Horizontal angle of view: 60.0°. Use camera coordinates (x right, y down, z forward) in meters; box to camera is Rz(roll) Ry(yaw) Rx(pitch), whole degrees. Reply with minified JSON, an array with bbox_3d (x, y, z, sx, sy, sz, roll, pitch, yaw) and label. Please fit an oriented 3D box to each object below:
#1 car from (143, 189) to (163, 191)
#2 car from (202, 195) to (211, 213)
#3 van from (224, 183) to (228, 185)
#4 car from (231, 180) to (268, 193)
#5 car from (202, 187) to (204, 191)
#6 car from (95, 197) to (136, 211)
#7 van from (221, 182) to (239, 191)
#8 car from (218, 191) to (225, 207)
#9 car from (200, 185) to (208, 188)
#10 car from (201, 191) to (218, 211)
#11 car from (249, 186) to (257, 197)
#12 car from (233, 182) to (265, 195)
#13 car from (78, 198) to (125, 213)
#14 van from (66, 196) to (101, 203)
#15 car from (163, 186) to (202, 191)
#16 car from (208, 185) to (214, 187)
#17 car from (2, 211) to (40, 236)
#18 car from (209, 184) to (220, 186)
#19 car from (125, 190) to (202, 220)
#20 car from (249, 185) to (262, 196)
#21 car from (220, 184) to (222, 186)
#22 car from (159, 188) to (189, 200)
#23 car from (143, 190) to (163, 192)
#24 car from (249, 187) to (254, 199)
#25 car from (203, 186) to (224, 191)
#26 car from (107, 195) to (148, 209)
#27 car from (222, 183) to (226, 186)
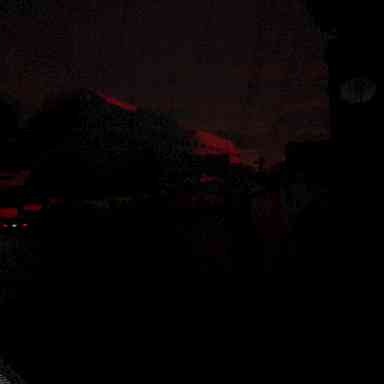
[{"bbox_3d":[-5.231,0.585,52.047,5.566,2.045,2.435,-2,2,23],"label":"car"},{"bbox_3d":[-1.314,1.380,29.632,5.008,1.535,2.097,-2,2,23],"label":"car"},{"bbox_3d":[5.460,-0.881,77.816,4.442,1.987,1.878,-2,2,23],"label":"van"},{"bbox_3d":[10.038,-0.414,56.562,5.566,2.045,2.435,-2,2,23],"label":"car"},{"bbox_3d":[-0.885,0.267,62.339,4.792,1.488,2.163,-2,2,23],"label":"car"},{"bbox_3d":[-9.572,1.476,41.784,4.674,1.452,2.002,-2,2,23],"label":"car"},{"bbox_3d":[10.004,-1.488,88.009,4.442,1.987,1.878,-2,2,23],"label":"van"},{"bbox_3d":[0.749,1.102,35.020,5.366,1.575,1.946,-2,2,23],"label":"car"},{"bbox_3d":[0.133,-0.035,64.931,4.553,1.767,2.185,-2,2,23],"label":"car"},{"bbox_3d":[-0.256,1.127,32.248,4.553,1.767,2.185,-2,2,23],"label":"car"},{"bbox_3d":[6.611,0.351,48.472,4.674,1.452,2.002,-2,2,23],"label":"car"},{"bbox_3d":[8.901,-0.135,54.001,4.553,1.767,2.185,-2,2,23],"label":"car"},{"bbox_3d":[-10.659,1.587,39.216,4.892,1.521,2.231,-2,2,23],"label":"car"},{"bbox_3d":[-11.641,1.500,36.589,4.442,1.987,1.878,-2,2,23],"label":"van"},{"bbox_3d":[-1.156,0.707,41.841,2.150,2.045,5.566,-2,2,23],"label":"car"},{"bbox_3d":[1.226,-0.030,67.506,4.792,1.488,2.163,-2,2,23],"label":"car"},{"bbox_3d":[-9.409,1.903,20.934,2.033,1.411,5.357,-2,0,9],"label":"car"},{"bbox_3d":[2.293,-0.460,70.065,5.566,2.045,2.435,-2,2,23],"label":"car"},{"bbox_3d":[-2.500,1.241,26.928,5.566,2.045,2.435,-2,1,23],"label":"car"},{"bbox_3d":[7.798,0.187,51.291,4.674,1.452,2.002,-2,2,23],"label":"car"},{"bbox_3d":[3.437,-0.487,72.619,4.553,1.767,2.185,-2,2,23],"label":"car"},{"bbox_3d":[-3.163,0.420,57.102,4.553,1.767,2.185,-2,2,23],"label":"car"},{"bbox_3d":[-6.320,0.987,49.493,5.008,1.535,2.097,-2,2,23],"label":"car"},{"bbox_3d":[5.501,0.497,45.755,4.792,1.488,2.163,-2,2,23],"label":"car"},{"bbox_3d":[4.356,0.499,43.044,4.553,1.767,2.185,-2,2,23],"label":"car"},{"bbox_3d":[-8.532,1.294,44.236,4.892,1.521,2.231,-2,2,23],"label":"car"},{"bbox_3d":[4.473,-0.479,75.217,4.792,1.488,2.163,-2,2,23],"label":"car"}]
